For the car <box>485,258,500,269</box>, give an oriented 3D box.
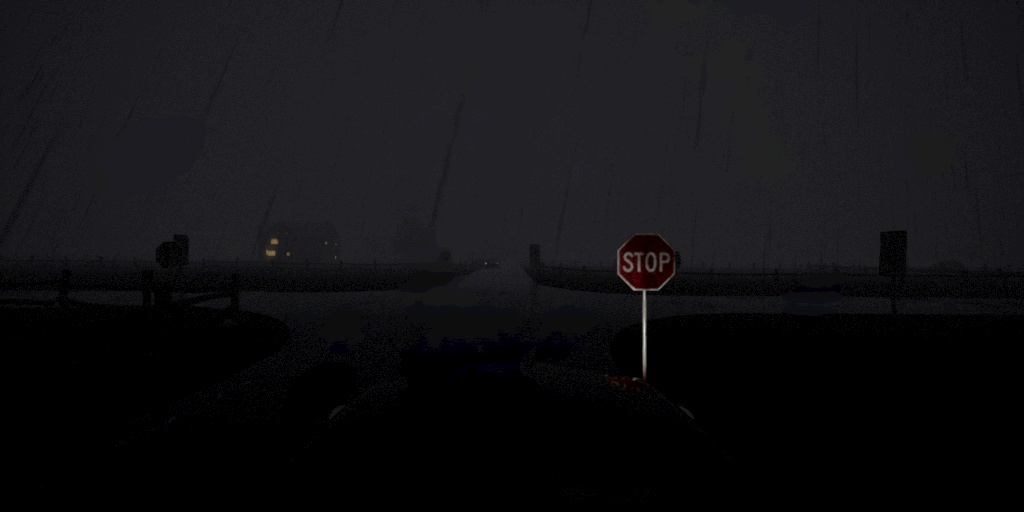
[{"bbox_3d":[-2.993,1.090,54.423,2.097,1.767,4.553,0,0,0],"label":"car"}]
